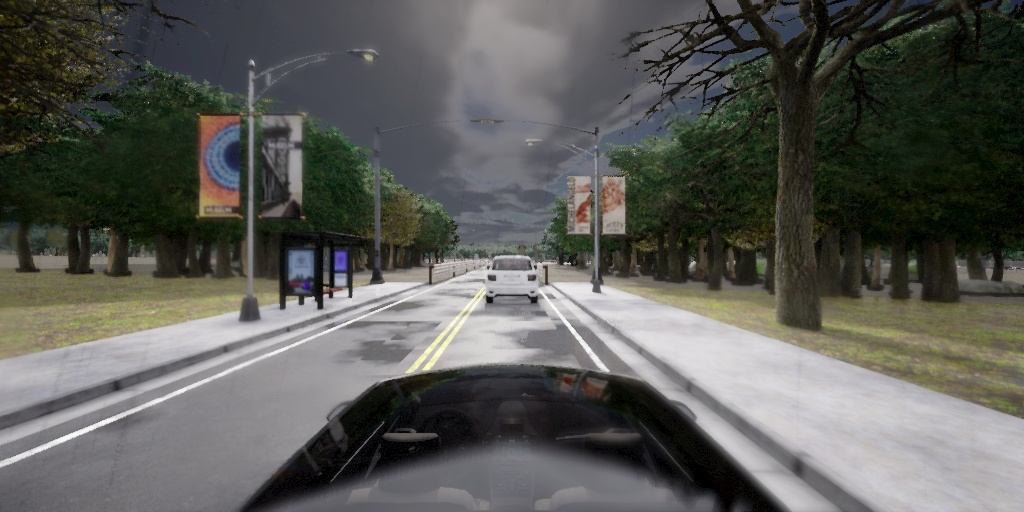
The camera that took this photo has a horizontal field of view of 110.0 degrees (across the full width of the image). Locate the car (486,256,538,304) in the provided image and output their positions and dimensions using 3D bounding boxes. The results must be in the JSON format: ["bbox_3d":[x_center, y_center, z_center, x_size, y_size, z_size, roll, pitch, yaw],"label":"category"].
[{"bbox_3d":[0.000,1.009,16.530,2.150,2.045,5.566,0,0,0],"label":"car"}]
